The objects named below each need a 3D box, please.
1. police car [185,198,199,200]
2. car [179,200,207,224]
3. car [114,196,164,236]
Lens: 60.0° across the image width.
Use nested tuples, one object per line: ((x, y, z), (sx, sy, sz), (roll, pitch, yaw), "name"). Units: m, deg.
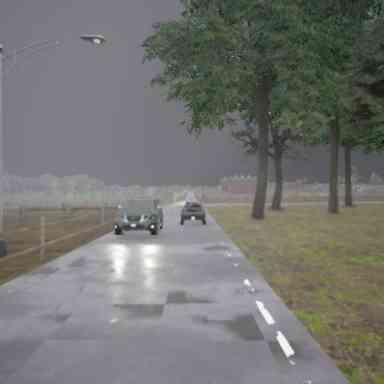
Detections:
((0.034, 1.621, 45.568), (1.930, 1.638, 5.238), (0, 0, 0), "police car")
((0.081, 1.591, 25.798), (1.837, 1.490, 4.892), (0, 0, 0), "car")
((-2.854, 1.281, 19.011), (2.150, 2.045, 5.566), (0, 0, 0), "car")
